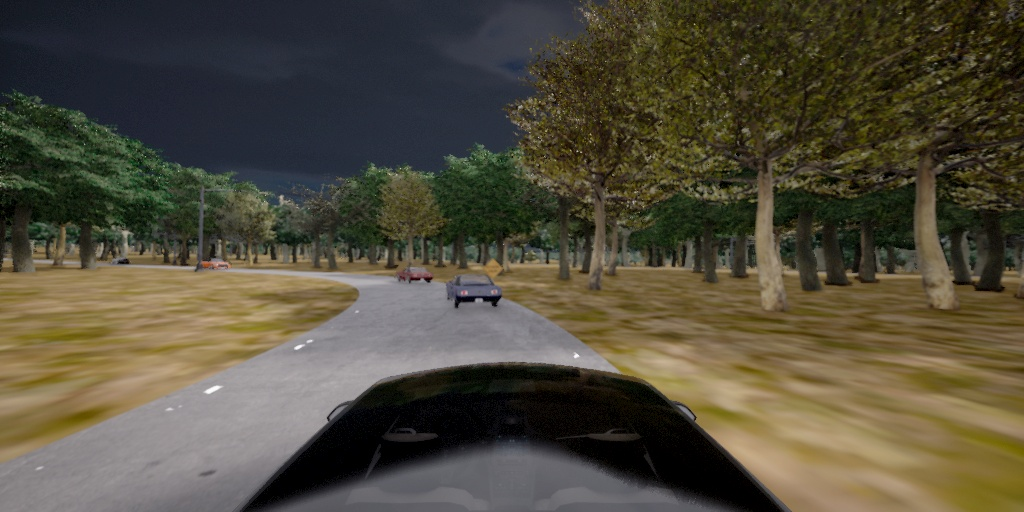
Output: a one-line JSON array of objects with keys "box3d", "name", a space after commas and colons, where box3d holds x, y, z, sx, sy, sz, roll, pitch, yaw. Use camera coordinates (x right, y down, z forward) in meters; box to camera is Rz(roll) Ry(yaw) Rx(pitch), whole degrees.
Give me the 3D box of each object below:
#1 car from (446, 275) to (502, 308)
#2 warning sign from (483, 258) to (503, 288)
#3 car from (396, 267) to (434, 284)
[{"box3d": [-1.898, 1.487, 16.254, 1.895, 1.301, 4.718, 0, -1, -16], "name": "car"}, {"box3d": [-1.163, 1.066, 22.272, 1.300, 1.860, 1.060, 0, 0, -22], "name": "warning sign"}, {"box3d": [-8.320, 1.589, 30.246, 1.895, 1.301, 4.718, 1, -1, -33], "name": "car"}]
